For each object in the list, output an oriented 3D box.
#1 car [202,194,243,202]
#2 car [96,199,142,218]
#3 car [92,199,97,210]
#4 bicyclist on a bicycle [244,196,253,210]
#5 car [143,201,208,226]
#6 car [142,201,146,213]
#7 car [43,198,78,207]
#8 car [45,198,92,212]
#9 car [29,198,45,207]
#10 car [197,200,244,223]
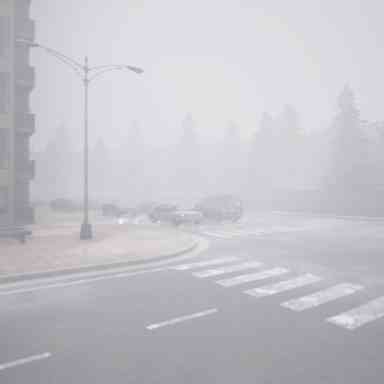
[{"bbox_3d":[2.333,1.184,30.355,2.150,2.045,5.566,0,0,-35],"label":"car"},{"bbox_3d":[-6.734,1.481,30.405,1.812,1.442,4.674,0,0,-38],"label":"car"},{"bbox_3d":[-11.155,1.521,39.729,4.181,1.385,1.994,0,0,35],"label":"car"},{"bbox_3d":[6.246,1.271,37.500,1.656,1.620,0.582,0,0,-36],"label":"bicyclist on a bicycle"},{"bbox_3d":[-1.259,1.557,23.054,1.895,1.301,4.718,0,0,-36],"label":"car"},{"bbox_3d":[-3.740,1.523,32.152,1.994,1.385,4.181,0,0,-39],"label":"car"},{"bbox_3d":[-20.374,1.557,51.630,4.718,1.301,1.895,0,0,13],"label":"car"},{"bbox_3d":[-13.996,1.458,37.552,4.892,1.490,1.837,0,0,32],"label":"car"},{"bbox_3d":[-22.947,1.554,48.554,4.718,1.301,1.895,0,0,10],"label":"car"},{"bbox_3d":[1.538,1.560,25.148,1.895,1.301,4.718,0,0,-36],"label":"car"}]
